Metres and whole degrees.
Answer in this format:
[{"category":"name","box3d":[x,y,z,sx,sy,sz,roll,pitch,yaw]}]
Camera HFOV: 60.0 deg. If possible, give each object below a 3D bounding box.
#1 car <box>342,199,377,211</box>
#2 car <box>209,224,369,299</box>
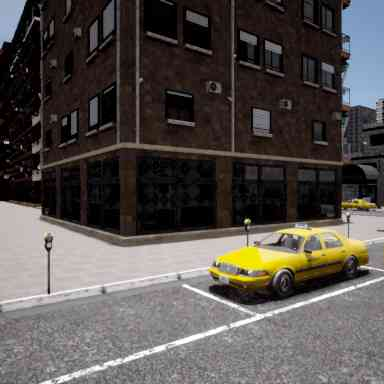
[{"category":"car","box3d":[19.289,1.469,39.688,1.752,1.417,4.829,0,0,-35]},{"category":"car","box3d":[2.638,1.525,8.454,4.829,1.417,1.752,0,0,-36]}]
